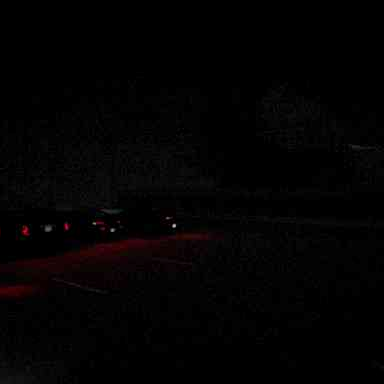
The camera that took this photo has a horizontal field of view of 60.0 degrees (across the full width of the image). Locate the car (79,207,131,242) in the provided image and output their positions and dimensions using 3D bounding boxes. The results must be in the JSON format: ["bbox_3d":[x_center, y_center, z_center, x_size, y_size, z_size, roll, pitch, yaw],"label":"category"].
[{"bbox_3d":[-5.454,1.521,16.418,4.674,1.442,1.812,0,0,36],"label":"car"}]

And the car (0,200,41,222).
[{"bbox_3d":[-14.784,1.483,27.245,4.902,1.511,2.128,0,0,35],"label":"car"}]

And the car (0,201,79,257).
[{"bbox_3d":[-6.842,1.348,13.102,4.553,1.767,2.097,0,0,36],"label":"car"}]

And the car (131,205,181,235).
[{"bbox_3d":[-2.890,1.502,18.881,4.892,1.490,1.837,0,0,36],"label":"car"}]

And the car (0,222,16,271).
[{"bbox_3d":[-7.210,1.544,9.042,5.357,1.411,2.033,0,0,36],"label":"car"}]
